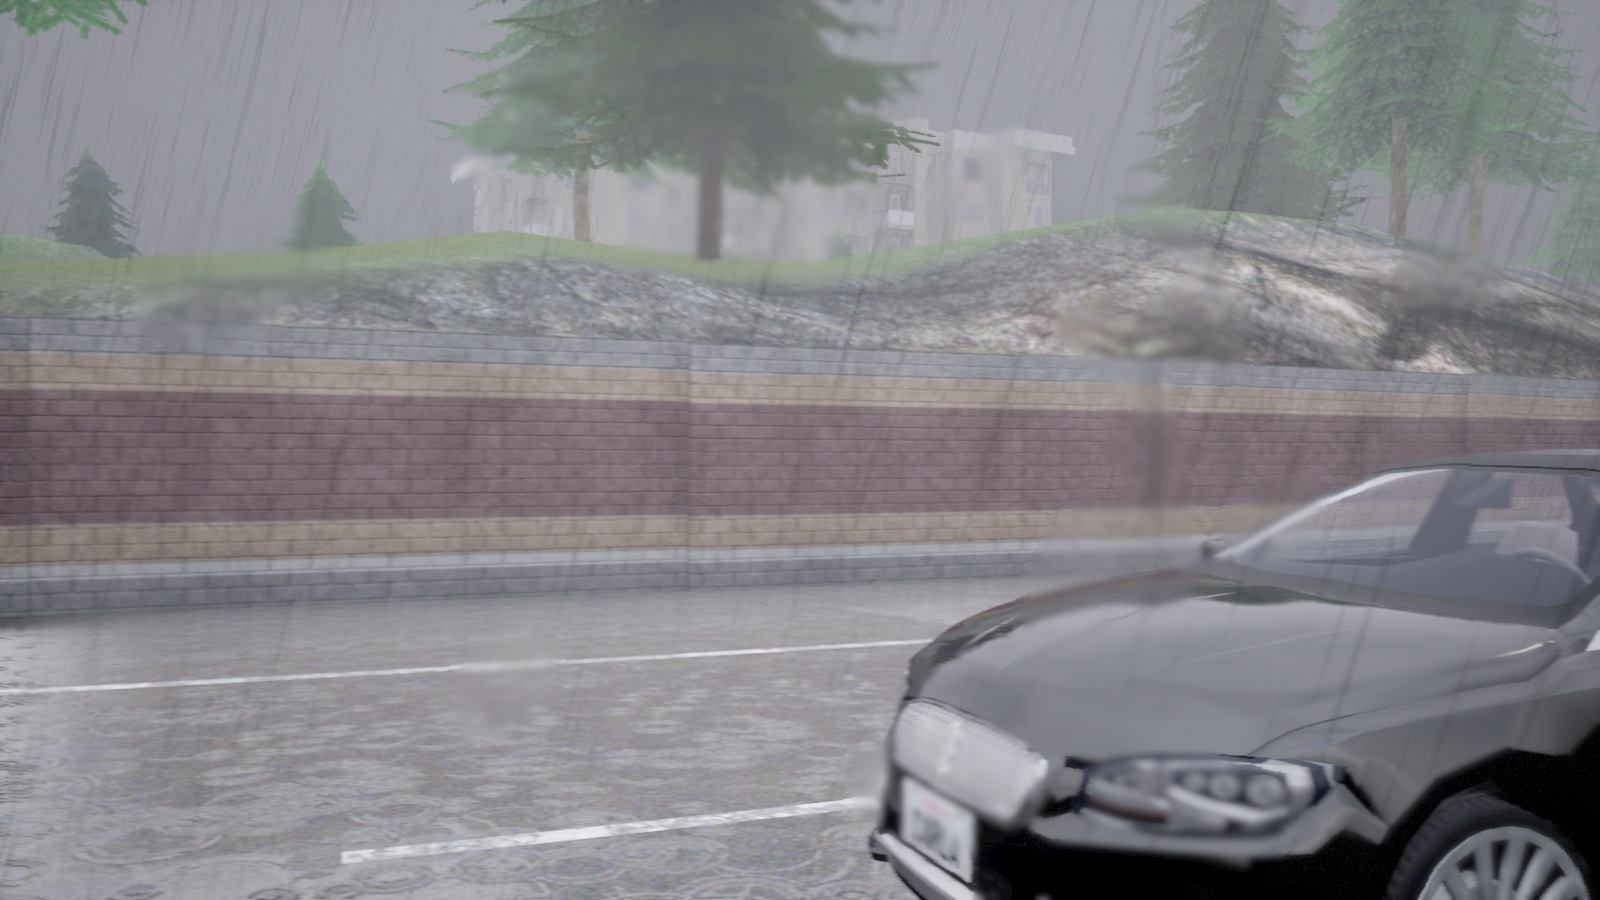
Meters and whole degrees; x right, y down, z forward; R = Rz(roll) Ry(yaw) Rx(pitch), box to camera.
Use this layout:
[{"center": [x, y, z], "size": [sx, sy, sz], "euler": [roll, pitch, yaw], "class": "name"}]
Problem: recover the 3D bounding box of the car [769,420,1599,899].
[{"center": [2.572, 0.658, 4.223], "size": [4.902, 1.511, 2.128], "euler": [-1, 1, -22], "class": "car"}]
